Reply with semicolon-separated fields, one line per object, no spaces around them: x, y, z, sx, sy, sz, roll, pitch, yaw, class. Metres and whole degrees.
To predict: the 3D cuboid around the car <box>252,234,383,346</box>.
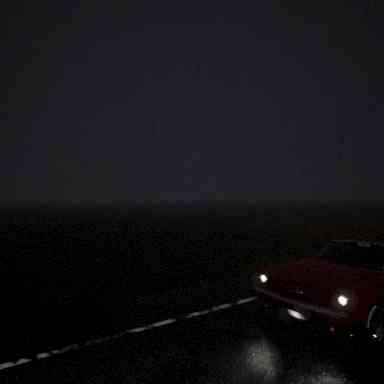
3.398;1.562;6.409;4.718;1.301;1.895;0;0;-35;car
